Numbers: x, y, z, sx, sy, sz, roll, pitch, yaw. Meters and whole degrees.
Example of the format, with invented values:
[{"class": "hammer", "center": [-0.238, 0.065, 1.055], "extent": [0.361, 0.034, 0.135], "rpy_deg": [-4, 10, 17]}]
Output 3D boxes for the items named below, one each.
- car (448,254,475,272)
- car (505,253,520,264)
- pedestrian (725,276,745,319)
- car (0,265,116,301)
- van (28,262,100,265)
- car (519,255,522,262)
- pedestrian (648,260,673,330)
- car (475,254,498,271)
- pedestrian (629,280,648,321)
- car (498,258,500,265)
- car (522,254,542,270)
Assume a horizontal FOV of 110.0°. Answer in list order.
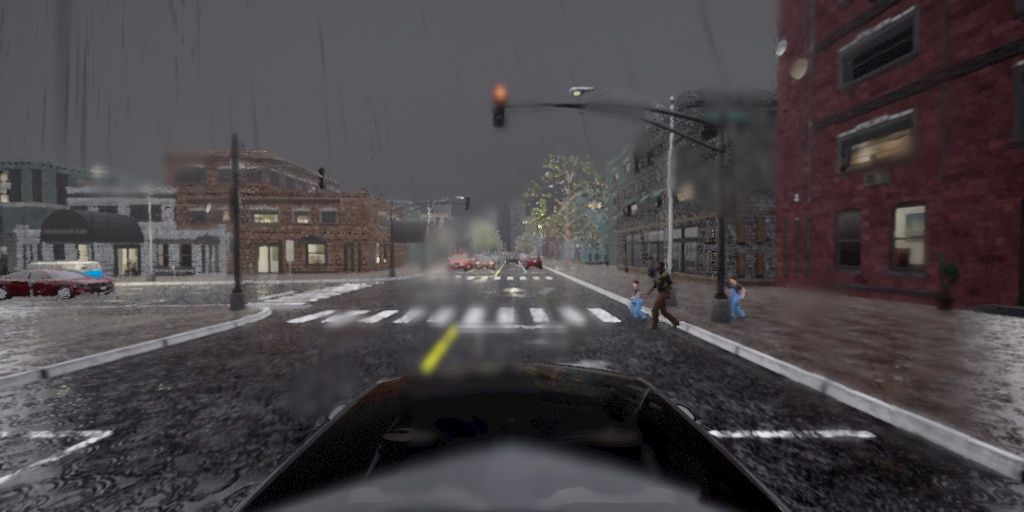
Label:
[{"class": "car", "center": [-5.681, 0.751, 39.556], "extent": [2.192, 1.841, 5.009], "rpy_deg": [0, 0, 0]}, {"class": "car", "center": [0.008, 0.444, 65.147], "extent": [2.150, 2.045, 5.566], "rpy_deg": [0, 0, 0]}, {"class": "pedestrian", "center": [6.264, 1.104, 10.035], "extent": [0.375, 1.300, 0.375], "rpy_deg": [-1, 1, 0]}, {"class": "car", "center": [-23.628, 1.419, 18.515], "extent": [5.008, 1.535, 1.882], "rpy_deg": [-1, 1, -1]}, {"class": "van", "center": [-30.293, 1.276, 24.245], "extent": [3.998, 1.789, 1.690], "rpy_deg": [0, 0, -1]}, {"class": "car", "center": [2.703, 0.802, 61.730], "extent": [2.007, 1.370, 4.403], "rpy_deg": [0, 0, 0]}, {"class": "pedestrian", "center": [3.844, 0.981, 9.284], "extent": [0.375, 1.860, 0.375], "rpy_deg": [-1, 1, 0]}, {"class": "car", "center": [-3.075, 0.764, 42.491], "extent": [2.097, 1.767, 4.553], "rpy_deg": [0, 0, 0]}, {"class": "pedestrian", "center": [3.776, 1.250, 10.640], "extent": [0.375, 1.300, 0.375], "rpy_deg": [-1, 1, 0]}, {"class": "car", "center": [-3.024, 0.754, 60.441], "extent": [2.128, 1.511, 4.902], "rpy_deg": [0, 0, 1]}, {"class": "car", "center": [2.701, 0.705, 45.099], "extent": [2.192, 1.841, 5.009], "rpy_deg": [0, 0, 0]}]
